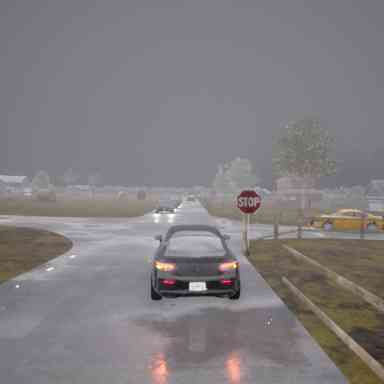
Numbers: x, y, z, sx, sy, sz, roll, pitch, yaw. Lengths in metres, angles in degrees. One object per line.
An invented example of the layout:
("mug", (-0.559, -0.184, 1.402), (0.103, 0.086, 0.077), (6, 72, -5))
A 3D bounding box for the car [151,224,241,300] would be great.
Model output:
("car", (0.027, 1.528, 8.265), (1.812, 1.442, 4.674), (0, 0, -2))

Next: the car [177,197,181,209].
("car", (-2.953, 1.596, 46.284), (1.994, 1.385, 4.181), (0, 0, 0))

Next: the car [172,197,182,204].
("car", (-2.943, 1.664, 65.973), (1.895, 1.301, 4.718), (0, 0, 0))

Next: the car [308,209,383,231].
("car", (10.764, 1.959, 23.476), (5.008, 1.535, 1.882), (2, 0, -3))

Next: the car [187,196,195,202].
("car", (-0.192, 1.563, 78.464), (1.882, 1.535, 5.008), (0, 0, 0))

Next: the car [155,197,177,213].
("car", (-2.939, 1.529, 37.139), (1.837, 1.490, 4.892), (0, 0, 0))
